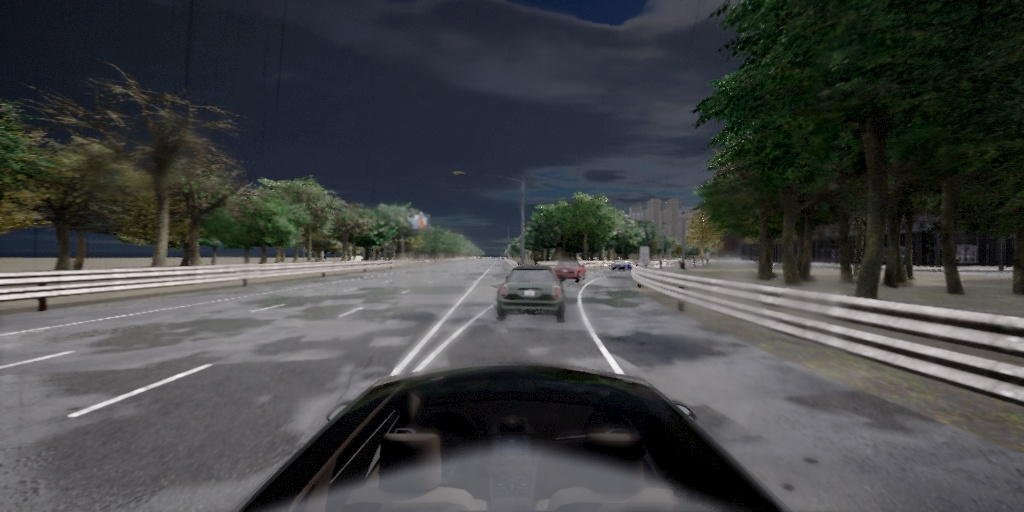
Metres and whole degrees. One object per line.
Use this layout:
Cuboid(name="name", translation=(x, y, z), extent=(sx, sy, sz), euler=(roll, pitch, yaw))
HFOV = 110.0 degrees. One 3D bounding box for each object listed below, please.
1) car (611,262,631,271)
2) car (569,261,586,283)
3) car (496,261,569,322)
Cuboid(name="car", translation=(15.657, 1.437, 50.522), extent=(1.895, 1.301, 4.718), euler=(0, 0, 36))
Cuboid(name="car", translation=(4.749, 1.147, 29.165), extent=(2.097, 1.767, 4.553), euler=(0, 0, 19))
Cuboid(name="car", translation=(0.826, 1.115, 12.631), extent=(2.097, 1.767, 4.553), euler=(0, 0, 8))
